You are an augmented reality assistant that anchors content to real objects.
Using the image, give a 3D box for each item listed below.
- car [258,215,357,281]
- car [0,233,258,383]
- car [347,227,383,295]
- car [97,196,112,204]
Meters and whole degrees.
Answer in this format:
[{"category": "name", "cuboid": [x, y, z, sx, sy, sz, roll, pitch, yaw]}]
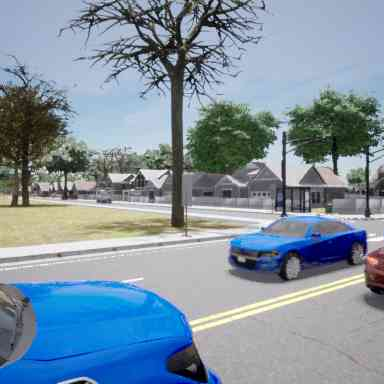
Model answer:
[{"category": "car", "cuboid": [3.315, 1.477, 10.016, 5.008, 1.535, 1.882, 0, 0, -35]}, {"category": "car", "cuboid": [-2.419, 1.222, 1.716, 5.566, 2.045, 2.150, 0, 0, -36]}, {"category": "car", "cuboid": [5.659, 1.525, 7.447, 4.674, 1.442, 1.812, 0, 0, -36]}, {"category": "car", "cuboid": [-17.805, 1.626, 67.353, 1.812, 1.442, 4.674, 0, 0, -35]}]
